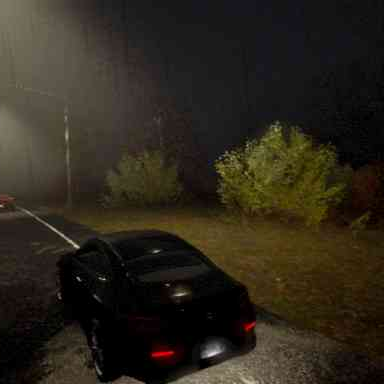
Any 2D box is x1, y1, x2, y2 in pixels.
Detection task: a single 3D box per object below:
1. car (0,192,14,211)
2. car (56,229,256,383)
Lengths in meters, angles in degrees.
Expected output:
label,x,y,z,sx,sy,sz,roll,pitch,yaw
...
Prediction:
label,x,y,z,sx,sy,sz,roll,pitch,yaw
car,-16.925,0.934,29.417,1.812,1.442,4.674,-3,3,-32
car,-0.947,1.338,5.279,1.812,1.442,4.674,-3,3,-30
